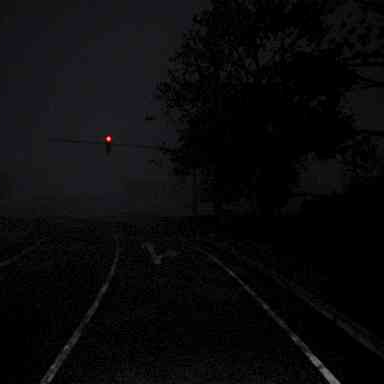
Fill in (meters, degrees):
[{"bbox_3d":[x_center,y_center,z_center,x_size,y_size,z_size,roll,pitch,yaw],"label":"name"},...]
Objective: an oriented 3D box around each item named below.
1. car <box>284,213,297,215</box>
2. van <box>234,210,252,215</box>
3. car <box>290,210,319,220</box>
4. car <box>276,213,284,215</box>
[{"bbox_3d":[18.962,5.179,70.854,2.231,1.521,4.892,4,-9,-39],"label":"car"},{"bbox_3d":[10.593,4.720,67.840,1.878,1.987,4.442,5,-9,-39],"label":"van"},{"bbox_3d":[24.562,5.086,72.881,2.435,2.045,5.566,5,-9,-39],"label":"car"},{"bbox_3d":[16.028,5.118,70.015,1.946,1.575,5.366,4,-9,-39],"label":"car"}]
